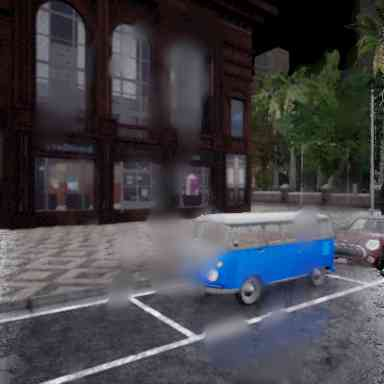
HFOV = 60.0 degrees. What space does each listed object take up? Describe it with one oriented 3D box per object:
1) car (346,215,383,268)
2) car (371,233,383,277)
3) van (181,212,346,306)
[{"bbox_3d":[6.082,1.517,11.004,4.097,1.590,1.967,0,-1,-36],"label":"car"},{"bbox_3d":[6.542,1.668,8.051,4.718,1.301,1.895,1,0,-35],"label":"car"},{"bbox_3d":[1.668,1.381,7.849,3.998,1.788,1.690,0,-1,-36],"label":"van"}]
